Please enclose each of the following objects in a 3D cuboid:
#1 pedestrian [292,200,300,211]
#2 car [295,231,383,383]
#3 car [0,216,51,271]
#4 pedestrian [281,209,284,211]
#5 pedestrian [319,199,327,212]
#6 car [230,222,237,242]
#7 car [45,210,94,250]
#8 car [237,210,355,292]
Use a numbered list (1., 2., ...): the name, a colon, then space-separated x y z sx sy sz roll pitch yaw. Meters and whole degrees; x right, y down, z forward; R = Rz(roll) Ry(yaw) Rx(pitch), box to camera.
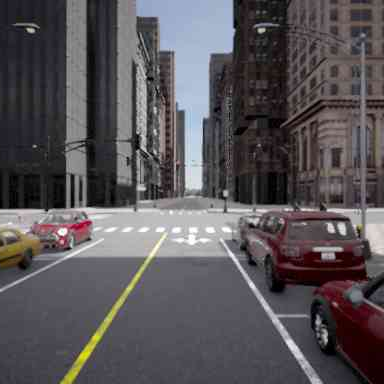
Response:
1. pedestrian: 6.265 1.325 20.193 0.375 1.860 0.375 0 0 0
2. car: 2.756 1.473 3.506 1.967 1.590 4.097 0 -1 0
3. car: -5.773 1.606 8.929 1.752 1.417 4.829 0 -1 0
4. pedestrian: 5.928 1.618 21.391 0.375 1.300 0.375 0 0 0
5. pedestrian: 8.118 1.340 20.794 0.375 1.860 0.375 0 0 0
6. car: 2.748 1.683 14.709 2.008 1.369 4.403 0 -1 0
7. car: -5.778 1.573 14.702 1.967 1.590 4.097 0 -1 0
8. car: 2.751 1.398 9.109 2.192 1.841 5.009 0 -1 0
